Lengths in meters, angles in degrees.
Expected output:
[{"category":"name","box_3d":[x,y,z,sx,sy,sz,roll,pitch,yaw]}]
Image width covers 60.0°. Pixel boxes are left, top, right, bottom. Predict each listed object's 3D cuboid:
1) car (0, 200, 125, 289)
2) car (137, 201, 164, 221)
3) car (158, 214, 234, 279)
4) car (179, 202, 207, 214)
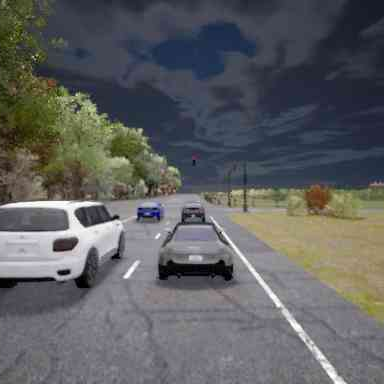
[{"category":"car","box_3d":[-3.402,1.234,9.347,2.150,2.045,5.566,0,0,0]},{"category":"car","box_3d":[-3.407,1.507,27.892,1.882,1.535,5.008,0,0,0]},{"category":"car","box_3d":[0.094,1.576,10.080,1.994,1.385,4.181,0,0,0]},{"category":"car","box_3d":[0.094,1.528,26.093,1.837,1.490,4.892,0,-2,0]}]
